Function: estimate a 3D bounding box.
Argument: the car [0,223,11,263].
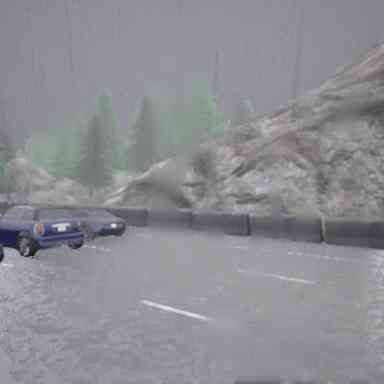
[{"bbox_3d":[-7.171,1.533,9.112,4.718,1.301,1.895,0,0,36],"label":"car"}]

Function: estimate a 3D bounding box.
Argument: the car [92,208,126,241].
[{"bbox_3d":[-5.205,1.480,16.308,4.181,1.385,1.994,0,0,36],"label":"car"}]

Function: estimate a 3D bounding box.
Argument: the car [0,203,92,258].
[{"bbox_3d":[-6.231,1.275,12.740,4.553,1.767,2.097,0,0,36],"label":"car"}]
